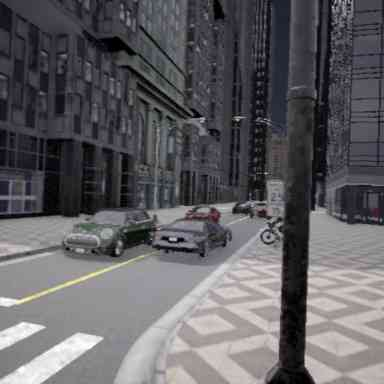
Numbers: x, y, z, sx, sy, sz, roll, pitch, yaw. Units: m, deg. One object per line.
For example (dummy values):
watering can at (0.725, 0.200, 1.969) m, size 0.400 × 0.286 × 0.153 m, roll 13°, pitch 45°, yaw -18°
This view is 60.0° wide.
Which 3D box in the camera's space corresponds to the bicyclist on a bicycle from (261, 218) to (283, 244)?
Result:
bicyclist on a bicycle at (4.158, 1.710, 15.886) m, size 1.656 × 1.620 × 0.582 m, roll 2°, pitch -1°, yaw 18°

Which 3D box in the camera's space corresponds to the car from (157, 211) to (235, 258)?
car at (0.215, 1.785, 14.155) m, size 2.033 × 1.411 × 5.357 m, roll 2°, pitch 0°, yaw 21°

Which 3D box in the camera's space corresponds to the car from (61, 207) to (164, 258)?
car at (-3.133, 1.450, 13.490) m, size 2.097 × 1.767 × 4.553 m, roll 2°, pitch 0°, yaw 18°

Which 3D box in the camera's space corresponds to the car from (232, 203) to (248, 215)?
car at (6.699, 2.189, 44.356) m, size 1.882 × 1.535 × 5.008 m, roll 2°, pitch -1°, yaw 18°

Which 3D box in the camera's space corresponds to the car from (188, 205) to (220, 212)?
car at (0.890, 1.840, 26.240) m, size 1.882 × 1.535 × 5.008 m, roll 2°, pitch -1°, yaw 18°

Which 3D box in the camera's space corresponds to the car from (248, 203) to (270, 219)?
car at (8.104, 2.085, 38.460) m, size 2.097 × 1.767 × 4.553 m, roll 2°, pitch 0°, yaw 18°
